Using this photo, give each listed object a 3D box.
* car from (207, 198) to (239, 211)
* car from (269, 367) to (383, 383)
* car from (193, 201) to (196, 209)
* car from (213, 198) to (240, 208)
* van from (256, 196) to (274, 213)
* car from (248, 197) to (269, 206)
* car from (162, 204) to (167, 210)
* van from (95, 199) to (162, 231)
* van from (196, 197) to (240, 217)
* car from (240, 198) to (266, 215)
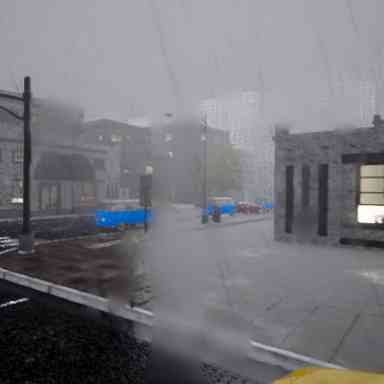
[{"bbox_3d":[3.982,1.499,41.819,1.837,1.490,4.892,1,0,35],"label":"car"},{"bbox_3d":[2.340,1.531,1.201,4.829,1.417,1.752,0,1,35],"label":"car"},{"bbox_3d":[1.850,1.405,43.317,1.967,1.590,4.097,1,0,35],"label":"car"},{"bbox_3d":[5.019,1.526,47.838,1.887,1.381,4.507,1,0,35],"label":"car"},{"bbox_3d":[8.700,1.403,38.489,1.690,1.788,3.998,1,0,35],"label":"van"},{"bbox_3d":[11.360,1.563,56.879,1.887,1.381,4.507,1,0,35],"label":"car"},{"bbox_3d":[-4.590,1.457,34.135,1.752,1.417,4.829,1,0,35],"label":"car"},{"bbox_3d":[-3.981,1.342,20.406,1.690,1.788,3.998,1,0,35],"label":"van"},{"bbox_3d":[2.359,1.370,29.448,1.690,1.788,3.998,1,0,35],"label":"van"},{"bbox_3d":[5.528,1.590,33.969,1.887,1.381,4.507,1,0,35],"label":"car"}]
